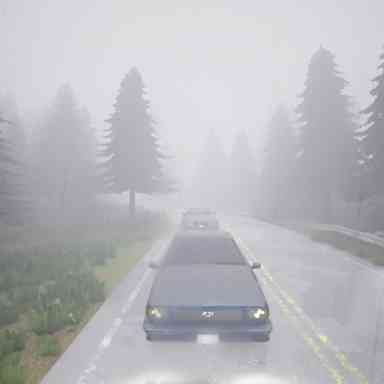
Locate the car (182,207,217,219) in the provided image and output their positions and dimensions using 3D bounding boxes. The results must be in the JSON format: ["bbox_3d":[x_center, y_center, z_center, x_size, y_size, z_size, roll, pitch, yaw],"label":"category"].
[{"bbox_3d":[0.401,1.584,19.139,1.994,1.385,4.181,0,0,-2],"label":"car"}]

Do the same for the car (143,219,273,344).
[{"bbox_3d":[0.250,1.557,7.054,2.033,1.411,5.357,0,0,1],"label":"car"}]
